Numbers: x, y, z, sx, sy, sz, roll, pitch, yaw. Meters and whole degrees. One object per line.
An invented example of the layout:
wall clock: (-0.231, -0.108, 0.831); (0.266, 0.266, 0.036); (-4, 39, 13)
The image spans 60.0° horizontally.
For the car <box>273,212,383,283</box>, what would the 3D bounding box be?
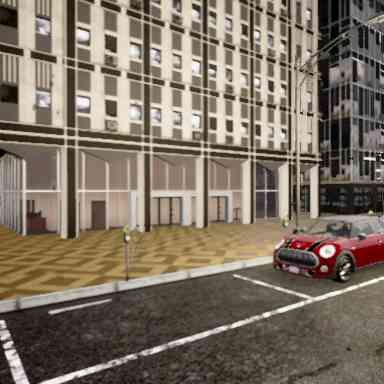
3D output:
car: (4.206, 1.436, 9.569); (4.097, 1.590, 1.967); (0, 0, -36)
